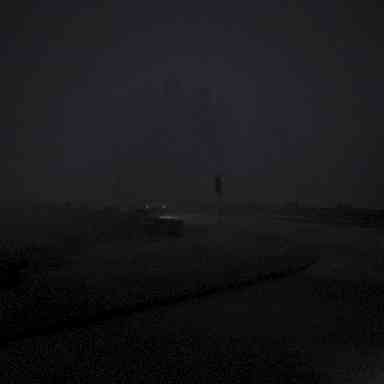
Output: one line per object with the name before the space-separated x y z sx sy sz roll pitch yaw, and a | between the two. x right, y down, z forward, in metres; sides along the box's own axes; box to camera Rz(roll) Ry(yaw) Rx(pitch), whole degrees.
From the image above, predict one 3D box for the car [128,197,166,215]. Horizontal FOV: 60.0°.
car | -4.306 1.303 31.600 2.097 1.767 4.553 0 0 -35
